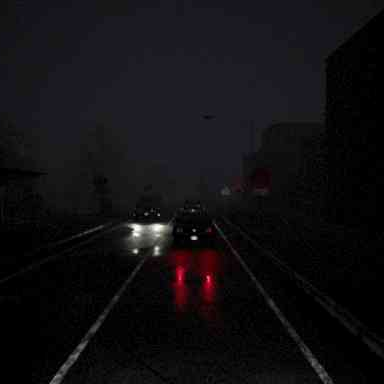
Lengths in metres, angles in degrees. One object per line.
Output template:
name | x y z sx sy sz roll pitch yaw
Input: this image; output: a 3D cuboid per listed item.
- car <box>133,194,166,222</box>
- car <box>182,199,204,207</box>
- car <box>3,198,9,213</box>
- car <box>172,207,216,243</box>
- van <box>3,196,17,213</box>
car | -3.348 1.229 27.050 2.150 2.045 5.566 0 1 0
car | 0.100 1.461 32.867 2.128 1.511 4.902 0 1 0
car | -22.147 1.670 34.411 4.792 1.488 2.163 0 0 0
car | 0.098 1.649 16.264 1.895 1.301 4.718 0 0 0
van | -22.004 1.428 37.186 4.442 1.987 1.878 0 0 0
